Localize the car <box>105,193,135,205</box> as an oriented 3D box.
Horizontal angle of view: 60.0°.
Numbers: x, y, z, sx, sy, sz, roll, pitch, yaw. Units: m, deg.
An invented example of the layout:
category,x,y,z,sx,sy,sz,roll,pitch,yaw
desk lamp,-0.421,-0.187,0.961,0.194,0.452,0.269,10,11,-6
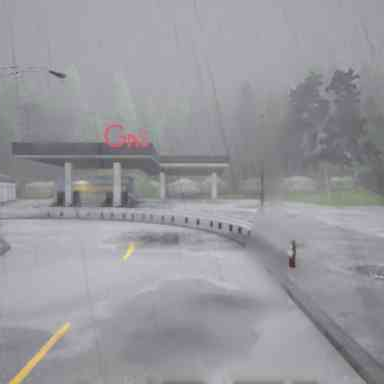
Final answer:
category,x,y,z,sx,sy,sz,roll,pitch,yaw
car,-9.104,0.870,41.698,3.633,1.501,1.845,0,1,0
